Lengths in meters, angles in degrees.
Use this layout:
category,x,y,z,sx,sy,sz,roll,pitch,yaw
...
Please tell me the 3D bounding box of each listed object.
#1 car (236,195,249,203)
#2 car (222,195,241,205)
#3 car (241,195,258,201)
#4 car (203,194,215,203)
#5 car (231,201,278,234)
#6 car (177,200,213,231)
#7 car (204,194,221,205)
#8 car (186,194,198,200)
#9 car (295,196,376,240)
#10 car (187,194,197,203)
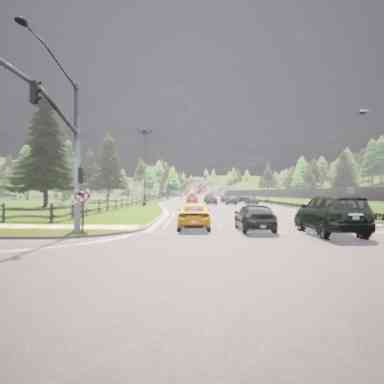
category,x,y,z,sx,sy,sz,roll,pitch,yaw
car,10.518,1.360,69.297,1.882,1.535,5.008,0,0,0
car,7.015,1.503,59.295,1.812,1.442,4.674,0,0,0
car,10.515,1.525,58.878,2.033,1.411,5.357,0,0,0
car,3.518,1.238,69.269,2.097,1.767,4.553,0,0,0
car,3.605,1.497,19.285,1.837,1.490,4.892,0,0,0
car,0.105,1.470,20.571,1.882,1.535,5.008,0,0,0
car,3.515,1.469,58.879,2.128,1.511,4.902,0,0,0
car,0.015,1.330,59.267,2.097,1.767,4.553,0,0,0
car,7.105,1.215,17.089,2.150,2.045,5.566,0,0,0
car,0.018,1.252,69.270,2.097,1.767,4.553,0,0,0
